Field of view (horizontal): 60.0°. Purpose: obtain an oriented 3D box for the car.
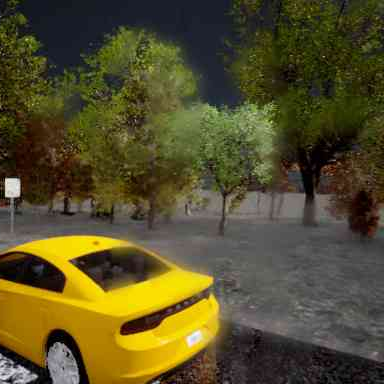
[{"bbox_3d":[-1.991,1.437,5.097,5.008,1.535,1.882,0,1,35],"label":"car"}]
